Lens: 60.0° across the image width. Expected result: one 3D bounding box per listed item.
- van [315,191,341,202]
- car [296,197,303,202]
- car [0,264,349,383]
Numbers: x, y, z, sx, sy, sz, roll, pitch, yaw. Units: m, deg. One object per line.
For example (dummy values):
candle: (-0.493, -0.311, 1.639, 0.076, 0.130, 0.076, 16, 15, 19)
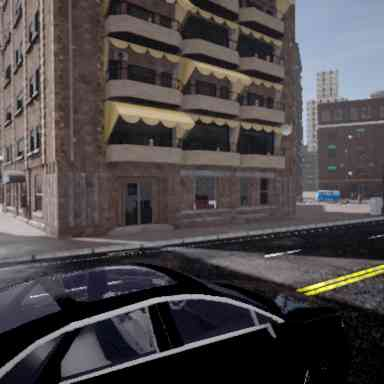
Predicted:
van: (23.245, 0.692, 56.687, 3.998, 1.788, 1.690, 1, 0, 21)
car: (14.841, 0.953, 50.982, 4.206, 1.307, 1.802, 1, 0, 21)
car: (-0.434, 1.485, 3.159, 4.902, 1.511, 2.128, 0, 0, -36)
